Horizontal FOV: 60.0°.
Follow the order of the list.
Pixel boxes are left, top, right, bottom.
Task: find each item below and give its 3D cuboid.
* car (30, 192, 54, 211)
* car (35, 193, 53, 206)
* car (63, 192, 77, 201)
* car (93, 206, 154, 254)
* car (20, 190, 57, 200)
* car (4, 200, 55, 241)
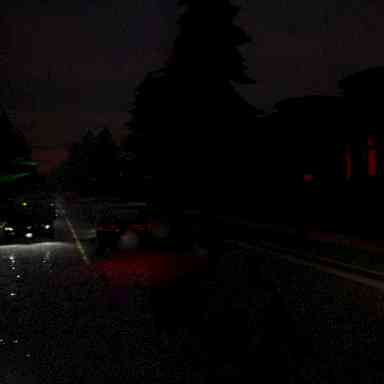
[{"bbox_3d":[-15.579,0.878,34.748,2.097,1.767,4.553,-1,1,-23],"label":"car"},{"bbox_3d":[-19.540,0.945,44.191,2.033,1.411,5.357,-1,1,-22],"label":"car"},{"bbox_3d":[-20.065,0.692,54.811,1.882,1.535,5.008,-1,1,-23],"label":"car"},{"bbox_3d":[-2.685,1.267,12.708,1.882,1.535,5.008,0,1,-15],"label":"car"},{"bbox_3d":[-11.585,0.876,25.255,2.150,2.045,5.566,-1,1,-23],"label":"car"},{"bbox_3d":[-7.627,1.329,15.894,2.033,1.411,5.357,-1,1,-23],"label":"car"}]
